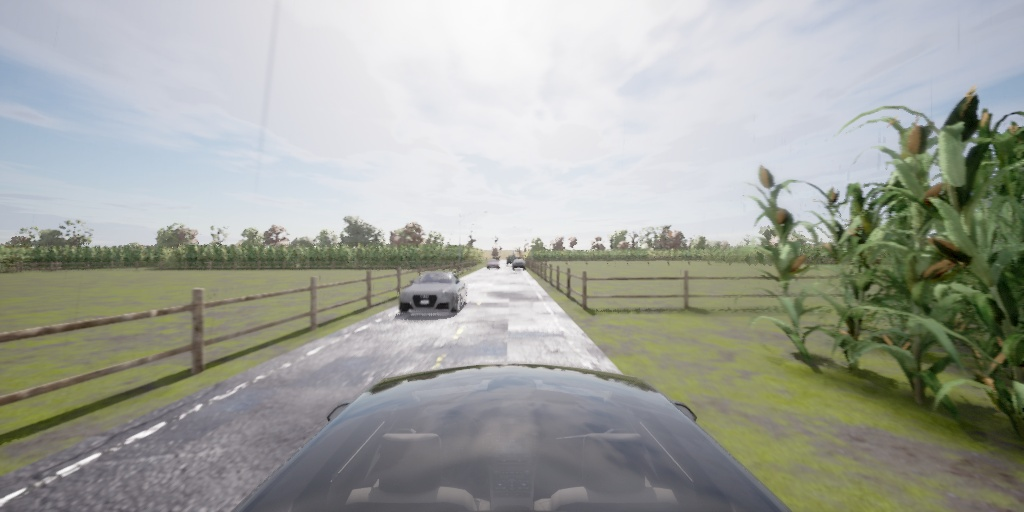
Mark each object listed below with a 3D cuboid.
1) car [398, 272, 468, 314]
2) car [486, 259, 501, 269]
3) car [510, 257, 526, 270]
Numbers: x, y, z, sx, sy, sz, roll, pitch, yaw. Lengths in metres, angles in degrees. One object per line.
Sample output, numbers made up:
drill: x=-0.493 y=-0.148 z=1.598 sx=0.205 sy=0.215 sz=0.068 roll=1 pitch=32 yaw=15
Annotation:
car: x=-2.852 y=1.312 z=13.717 sx=1.994 sy=1.385 sz=4.181 roll=0 pitch=0 yaw=0
car: x=-2.822 y=1.251 z=54.356 sx=1.812 sy=1.442 sz=4.674 roll=0 pitch=0 yaw=0
car: x=0.952 y=1.234 z=50.852 sx=1.837 sy=1.490 sz=4.892 roll=0 pitch=0 yaw=0
